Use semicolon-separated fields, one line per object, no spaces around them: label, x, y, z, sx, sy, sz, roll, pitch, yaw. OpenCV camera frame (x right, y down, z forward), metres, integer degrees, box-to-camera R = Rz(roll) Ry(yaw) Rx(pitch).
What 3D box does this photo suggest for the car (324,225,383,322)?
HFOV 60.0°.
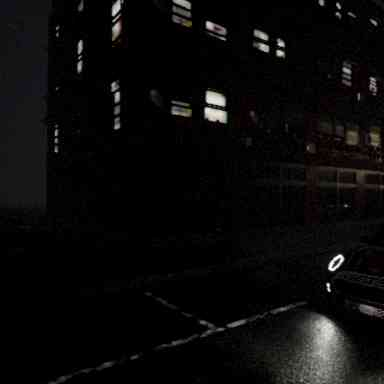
car;4.712;1.327;6.730;4.553;1.767;2.097;0;0;-35
